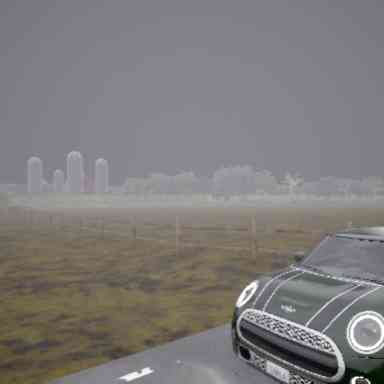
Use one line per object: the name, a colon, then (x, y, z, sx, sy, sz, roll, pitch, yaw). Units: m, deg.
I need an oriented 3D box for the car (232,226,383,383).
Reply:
car: (2.727, 1.363, 4.984, 4.553, 1.767, 2.097, 0, 0, -37)
